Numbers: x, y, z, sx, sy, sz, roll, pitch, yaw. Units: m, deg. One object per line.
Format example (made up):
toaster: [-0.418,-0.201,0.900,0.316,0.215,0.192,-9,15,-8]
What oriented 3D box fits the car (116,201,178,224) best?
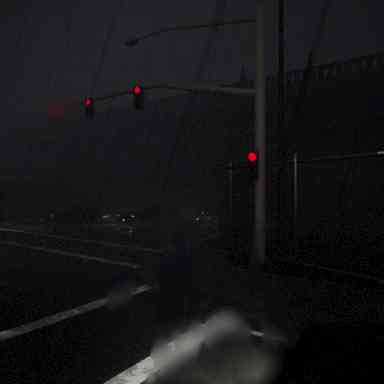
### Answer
car: [-3.306,1.603,25.785,2.033,1.411,5.357,0,0,35]

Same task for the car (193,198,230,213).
car: [2.357,1.547,39.798,2.128,1.511,4.902,0,0,35]

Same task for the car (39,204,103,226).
car: [-8.708,1.581,24.258,1.812,1.442,4.674,0,0,37]

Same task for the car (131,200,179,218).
car: [-3.421,1.581,31.659,1.812,1.442,4.674,0,0,36]

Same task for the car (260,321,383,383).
car: [3.041,1.547,1.799,5.357,1.411,2.033,0,0,36]

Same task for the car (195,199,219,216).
car: [2.527,1.603,33.997,2.033,1.411,5.357,0,0,35]
